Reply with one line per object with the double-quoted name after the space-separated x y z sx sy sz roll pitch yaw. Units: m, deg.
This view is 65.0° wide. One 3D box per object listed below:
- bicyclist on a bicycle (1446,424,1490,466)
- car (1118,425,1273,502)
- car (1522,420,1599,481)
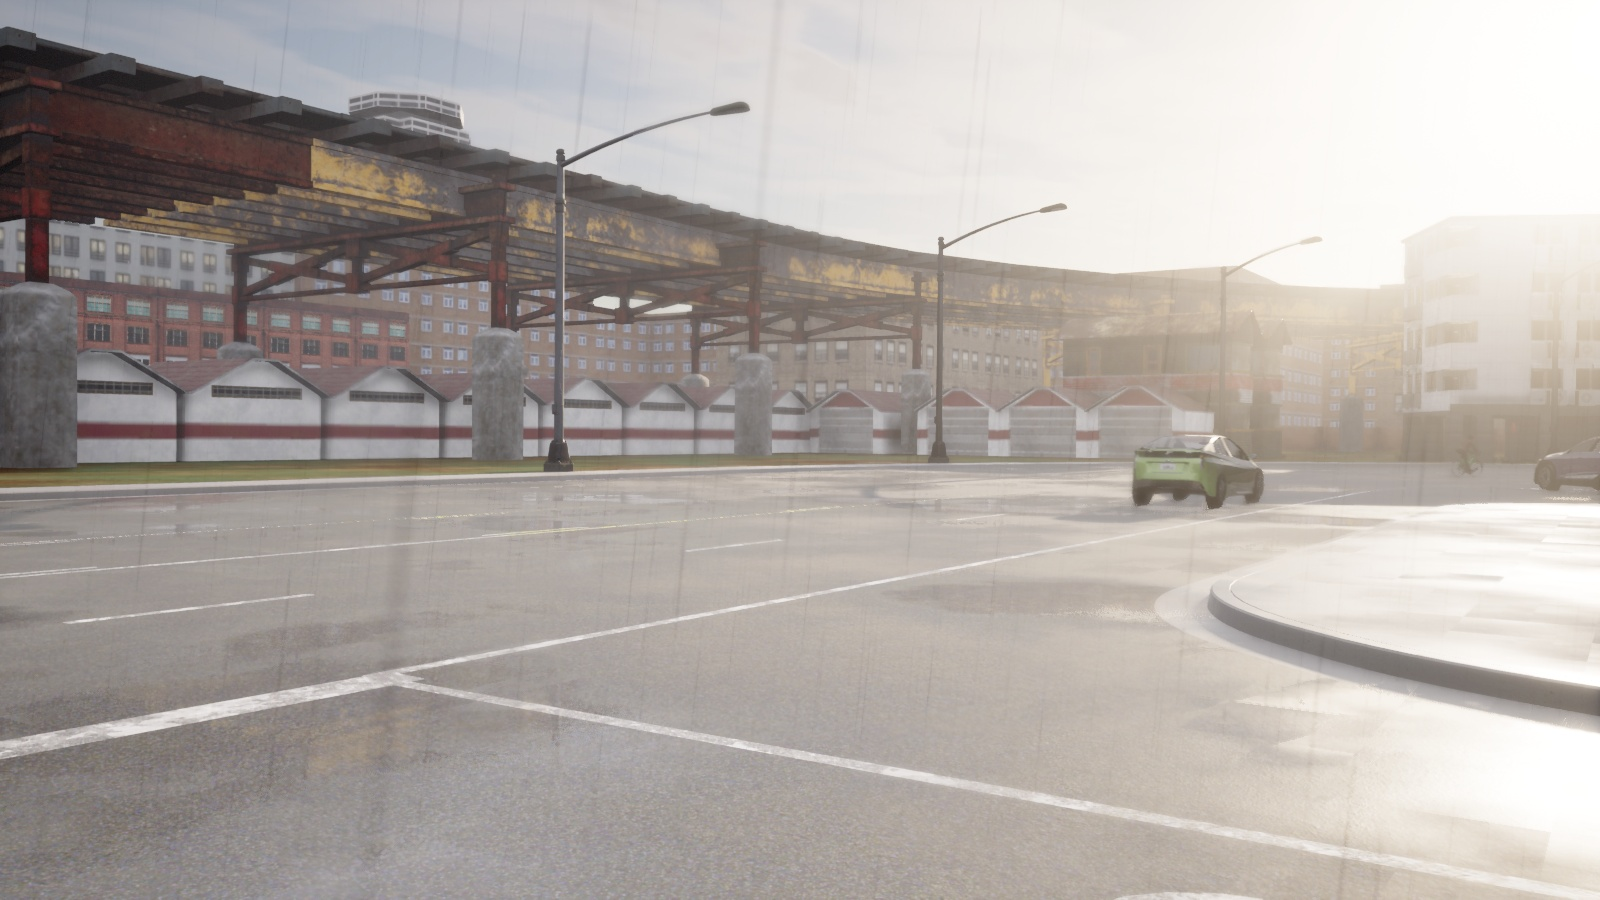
25.799 -0.211 48.471 1.656 1.620 0.582 -1 1 -23 "bicyclist on a bicycle"
8.687 0.226 27.321 2.007 1.525 4.514 0 1 34 "car"
22.676 -0.021 35.044 2.033 1.649 4.856 -1 1 -3 "car"
